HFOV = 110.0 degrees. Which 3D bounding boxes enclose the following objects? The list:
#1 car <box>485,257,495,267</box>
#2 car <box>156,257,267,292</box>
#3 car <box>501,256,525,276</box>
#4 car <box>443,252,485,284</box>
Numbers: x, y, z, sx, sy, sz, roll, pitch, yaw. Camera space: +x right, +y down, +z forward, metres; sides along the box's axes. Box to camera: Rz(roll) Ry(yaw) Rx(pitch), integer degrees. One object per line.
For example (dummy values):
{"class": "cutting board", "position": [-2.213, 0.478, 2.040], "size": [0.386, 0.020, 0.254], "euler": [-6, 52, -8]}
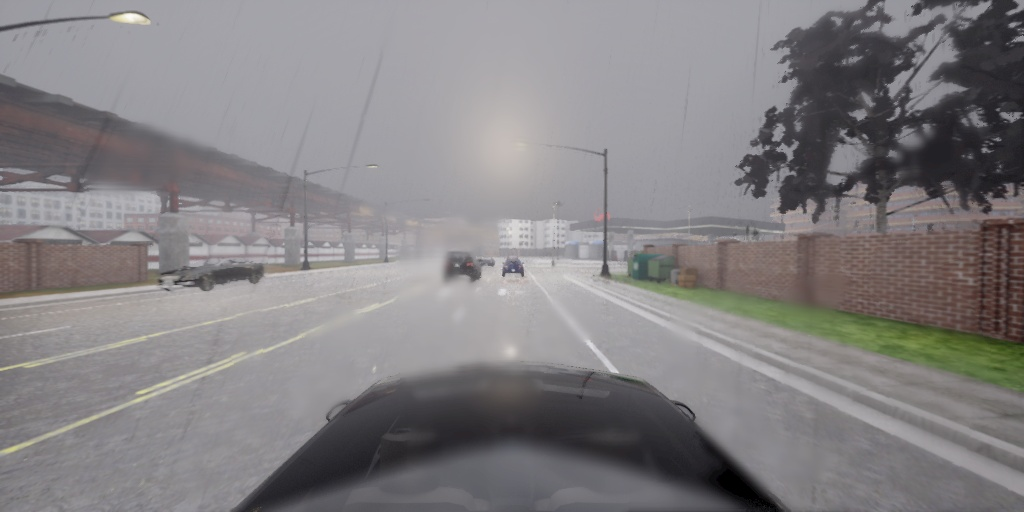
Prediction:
{"class": "car", "position": [-3.389, 0.837, 50.317], "size": [1.895, 1.301, 4.718], "euler": [0, 1, 0]}
{"class": "car", "position": [-13.996, 0.800, 17.058], "size": [2.128, 1.511, 4.902], "euler": [0, 1, 0]}
{"class": "car", "position": [0.106, 0.996, 32.015], "size": [1.812, 1.442, 4.674], "euler": [0, 1, 0]}
{"class": "car", "position": [-3.394, 0.768, 25.305], "size": [2.150, 2.045, 5.566], "euler": [0, -1, 0]}
